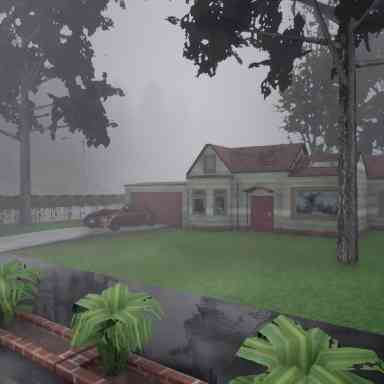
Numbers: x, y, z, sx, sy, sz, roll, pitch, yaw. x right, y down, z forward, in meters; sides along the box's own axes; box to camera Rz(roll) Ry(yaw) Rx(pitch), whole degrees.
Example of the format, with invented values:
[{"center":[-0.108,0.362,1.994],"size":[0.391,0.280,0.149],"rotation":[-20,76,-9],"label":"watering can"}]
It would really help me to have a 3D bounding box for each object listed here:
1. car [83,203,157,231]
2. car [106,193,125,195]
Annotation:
[{"center":[-3.872,1.300,18.374],"size":[1.994,1.381,4.181],"rotation":[0,0,35],"label":"car"},{"center":[-10.327,1.215,43.586],"size":[2.150,2.045,5.566],"rotation":[0,1,37],"label":"car"}]
